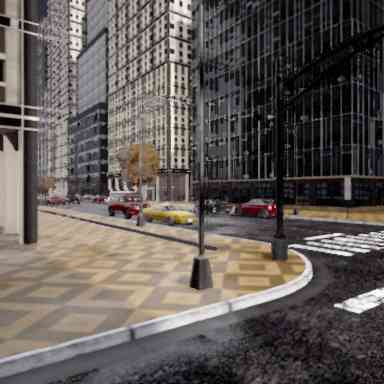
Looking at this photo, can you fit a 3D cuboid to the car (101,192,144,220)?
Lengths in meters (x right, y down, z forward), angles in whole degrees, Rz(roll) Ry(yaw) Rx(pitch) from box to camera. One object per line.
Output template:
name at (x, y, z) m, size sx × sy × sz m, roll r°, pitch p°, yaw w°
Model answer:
car at (-4.982, 1.107, 26.406) m, size 2.192 × 1.841 × 5.009 m, roll 0°, pitch 0°, yaw -36°

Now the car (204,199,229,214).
car at (1.921, 1.325, 31.500) m, size 2.008 × 1.369 × 4.403 m, roll 0°, pitch 0°, yaw -36°

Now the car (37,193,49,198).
car at (-38.595, 0.857, 86.231) m, size 1.947 × 1.339 × 4.313 m, roll 0°, pitch 0°, yaw -36°

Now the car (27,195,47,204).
car at (-25.123, 1.122, 53.864) m, size 2.008 × 1.369 × 4.403 m, roll 0°, pitch 0°, yaw -36°

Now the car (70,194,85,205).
car at (-17.621, 1.189, 48.220) m, size 1.837 × 1.490 × 4.892 m, roll 0°, pitch 0°, yaw -36°

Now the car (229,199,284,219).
car at (5.317, 1.247, 26.949) m, size 1.967 × 1.590 × 4.097 m, roll 0°, pitch 0°, yaw -36°

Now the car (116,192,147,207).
car at (-8.266, 0.983, 45.137) m, size 2.192 × 1.841 × 5.009 m, roll 0°, pitch 0°, yaw -36°

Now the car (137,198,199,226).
car at (-1.534, 1.351, 21.683) m, size 1.752 × 1.417 × 4.829 m, roll 0°, pitch 0°, yaw -36°

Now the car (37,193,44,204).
car at (-21.753, 1.162, 49.298) m, size 2.008 × 1.369 × 4.403 m, roll 0°, pitch 0°, yaw -36°

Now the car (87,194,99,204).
car at (-15.006, 1.138, 54.269) m, size 1.887 × 1.381 × 4.507 m, roll 0°, pitch 0°, yaw -36°

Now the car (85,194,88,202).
car at (-18.376, 1.105, 58.834) m, size 2.008 × 1.369 × 4.403 m, roll 0°, pitch 0°, yaw -36°

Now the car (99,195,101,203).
car at (-11.738, 1.156, 49.840) m, size 1.752 × 1.417 × 4.829 m, roll 0°, pitch 0°, yaw -36°

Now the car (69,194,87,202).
car at (-21.847, 1.037, 63.538) m, size 1.752 × 1.417 × 4.829 m, roll 0°, pitch 0°, yaw -36°

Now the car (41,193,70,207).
car at (-18.383, 1.194, 44.731) m, size 1.887 × 1.381 × 4.507 m, roll 0°, pitch 0°, yaw -36°
